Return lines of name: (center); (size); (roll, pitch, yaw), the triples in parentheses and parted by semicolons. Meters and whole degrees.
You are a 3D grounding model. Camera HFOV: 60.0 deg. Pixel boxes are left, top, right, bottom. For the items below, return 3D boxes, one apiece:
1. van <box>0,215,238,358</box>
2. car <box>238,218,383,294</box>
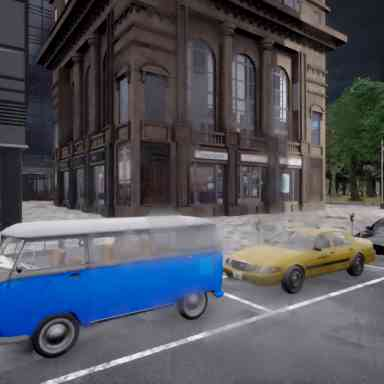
van: (-1.317, 1.341, 5.710); (3.998, 1.788, 1.690); (0, 0, -35)
car: (2.975, 1.525, 8.765); (4.829, 1.417, 1.752); (0, 0, -35)
